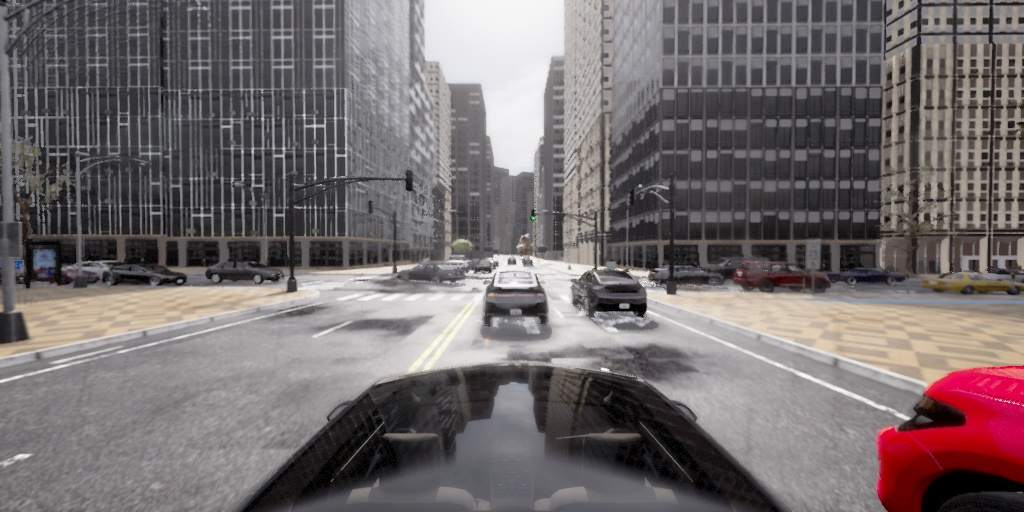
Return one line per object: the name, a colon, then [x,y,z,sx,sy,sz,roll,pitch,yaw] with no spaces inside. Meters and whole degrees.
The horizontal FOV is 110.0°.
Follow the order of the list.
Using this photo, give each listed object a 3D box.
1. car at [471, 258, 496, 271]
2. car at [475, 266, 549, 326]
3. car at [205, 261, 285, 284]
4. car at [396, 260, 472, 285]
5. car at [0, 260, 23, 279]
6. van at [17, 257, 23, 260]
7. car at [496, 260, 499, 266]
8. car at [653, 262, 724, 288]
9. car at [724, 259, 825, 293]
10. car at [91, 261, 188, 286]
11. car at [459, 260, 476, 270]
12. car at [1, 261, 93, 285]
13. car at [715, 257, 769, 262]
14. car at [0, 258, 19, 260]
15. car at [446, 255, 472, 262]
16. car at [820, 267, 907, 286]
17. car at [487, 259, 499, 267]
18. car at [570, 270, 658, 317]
car: [-3.339,1.185,42.915,1.882,1.535,5.008,0,0,0]
car: [0.101,1.233,11.688,2.128,1.511,4.902,0,0,0]
car: [-18.407,1.107,24.852,4.892,1.490,1.837,1,1,2]
car: [-5.906,1.238,26.054,5.357,1.411,2.033,1,1,29]
car: [-34.096,1.069,22.557,4.313,1.339,1.948,0,0,1]
van: [-45.287,0.603,31.218,3.998,1.789,1.690,0,0,1]
car: [-3.331,1.258,52.501,1.994,1.385,4.181,0,0,0]
car: [11.850,1.362,24.447,4.902,1.511,2.128,0,1,-3]
car: [16.194,1.267,21.722,5.009,1.841,2.192,0,0,1]
car: [-22.731,1.173,22.250,4.313,1.339,1.948,0,0,1]
car: [-6.565,1.256,53.407,1.994,1.385,4.181,0,0,0]
car: [-28.415,1.138,22.384,4.207,1.307,1.802,0,0,1]
car: [16.845,1.084,27.474,5.566,2.045,2.150,1,1,1]
car: [-38.583,1.020,25.287,4.718,1.301,1.895,1,1,1]
car: [-6.588,0.928,43.366,2.150,2.045,5.566,0,0,0]
car: [26.660,1.549,27.321,4.718,1.301,1.895,0,1,1]
car: [-3.249,1.279,62.793,1.895,1.301,4.718,0,0,0]
car: [3.350,1.245,13.090,1.837,1.490,4.892,0,0,0]
